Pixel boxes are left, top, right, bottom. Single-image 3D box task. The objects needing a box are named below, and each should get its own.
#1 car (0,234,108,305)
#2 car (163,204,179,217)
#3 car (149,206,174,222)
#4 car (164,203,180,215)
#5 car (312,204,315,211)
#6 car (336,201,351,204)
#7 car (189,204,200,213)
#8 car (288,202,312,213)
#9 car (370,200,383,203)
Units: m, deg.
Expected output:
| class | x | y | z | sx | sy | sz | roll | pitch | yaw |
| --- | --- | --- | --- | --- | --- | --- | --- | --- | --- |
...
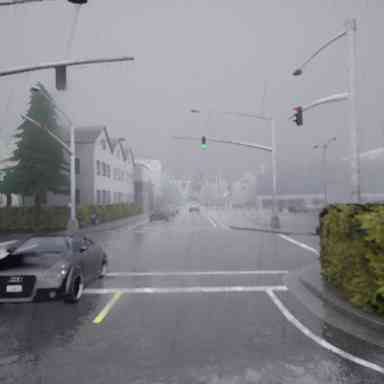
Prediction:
| class | x | y | z | sx | sy | sz | roll | pitch | yaw |
| --- | --- | --- | --- | --- | --- | --- | --- | --- | --- |
| car | -3.478 | 1.780 | 8.388 | 1.994 | 1.385 | 4.181 | -1 | -3 | -2 |
| car | -3.259 | 2.450 | 44.225 | 2.097 | 1.767 | 4.553 | -1 | -1 | 1 |
| car | -3.350 | 2.469 | 35.244 | 1.895 | 1.301 | 4.718 | -1 | -1 | 1 |
| car | -3.201 | 2.699 | 53.957 | 2.097 | 1.767 | 4.553 | -1 | -1 | 1 |
| car | 19.450 | 2.469 | 56.772 | 1.970 | 1.475 | 3.806 | -1 | -1 | 0 |
| car | 25.866 | 2.292 | 57.071 | 2.152 | 1.636 | 5.027 | -1 | -1 | 0 |
| car | 0.378 | 2.963 | 59.803 | 1.812 | 1.442 | 4.674 | -1 | -1 | -1 |
| car | 15.757 | 2.415 | 49.738 | 2.007 | 1.523 | 4.514 | -1 | -1 | 0 |
| car | 19.326 | 1.676 | 31.856 | 1.905 | 1.878 | 3.866 | -1 | -1 | 0 |
